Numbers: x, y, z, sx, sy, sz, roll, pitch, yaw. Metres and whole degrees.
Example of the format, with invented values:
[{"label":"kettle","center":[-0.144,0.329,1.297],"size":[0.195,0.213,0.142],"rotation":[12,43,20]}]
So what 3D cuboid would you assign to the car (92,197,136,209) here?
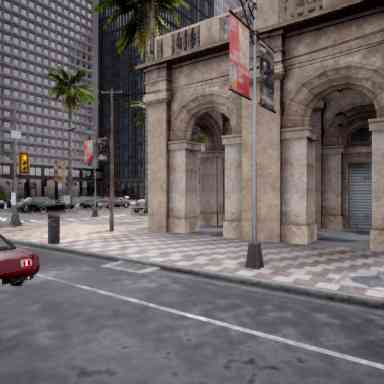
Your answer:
[{"label":"car","center":[-10.458,1.492,44.783],"size":[2.128,1.511,4.902],"rotation":[0,0,36]}]

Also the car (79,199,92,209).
[{"label":"car","center":[-13.231,1.547,46.926],"size":[2.033,1.411,5.357],"rotation":[0,0,36]}]

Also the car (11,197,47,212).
[{"label":"car","center":[-18.767,1.352,39.244],"size":[2.097,1.767,4.553],"rotation":[0,0,36]}]

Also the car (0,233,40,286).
[{"label":"car","center":[-5.817,1.601,8.194],"size":[4.718,1.301,1.895],"rotation":[0,0,37]}]

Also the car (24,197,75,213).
[{"label":"car","center":[-15.761,1.601,37.426],"size":[1.895,1.301,4.718],"rotation":[0,0,36]}]

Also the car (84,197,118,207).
[{"label":"car","center":[-13.907,1.513,51.272],"size":[2.161,1.482,4.786],"rotation":[0,0,35]}]

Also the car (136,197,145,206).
[{"label":"car","center":[-7.313,1.526,55.115],"size":[1.812,1.442,4.674],"rotation":[0,0,36]}]
